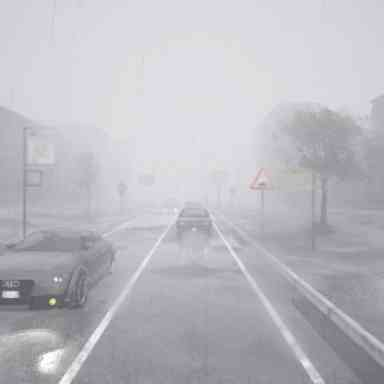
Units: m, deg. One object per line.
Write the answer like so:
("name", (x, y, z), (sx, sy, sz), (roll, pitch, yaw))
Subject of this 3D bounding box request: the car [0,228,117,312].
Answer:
("car", (-3.096, 1.562, 7.677), (1.994, 1.385, 4.181), (0, 0, 0))

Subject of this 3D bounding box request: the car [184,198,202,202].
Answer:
("car", (0.113, 1.455, 37.543), (1.882, 1.535, 5.008), (0, 0, 0))

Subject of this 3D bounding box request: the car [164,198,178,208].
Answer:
("car", (-3.060, 1.610, 48.616), (1.837, 1.490, 4.892), (0, -1, 0))

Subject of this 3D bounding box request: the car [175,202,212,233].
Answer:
("car", (0.109, 1.547, 19.306), (1.895, 1.301, 4.718), (0, 2, 0))
